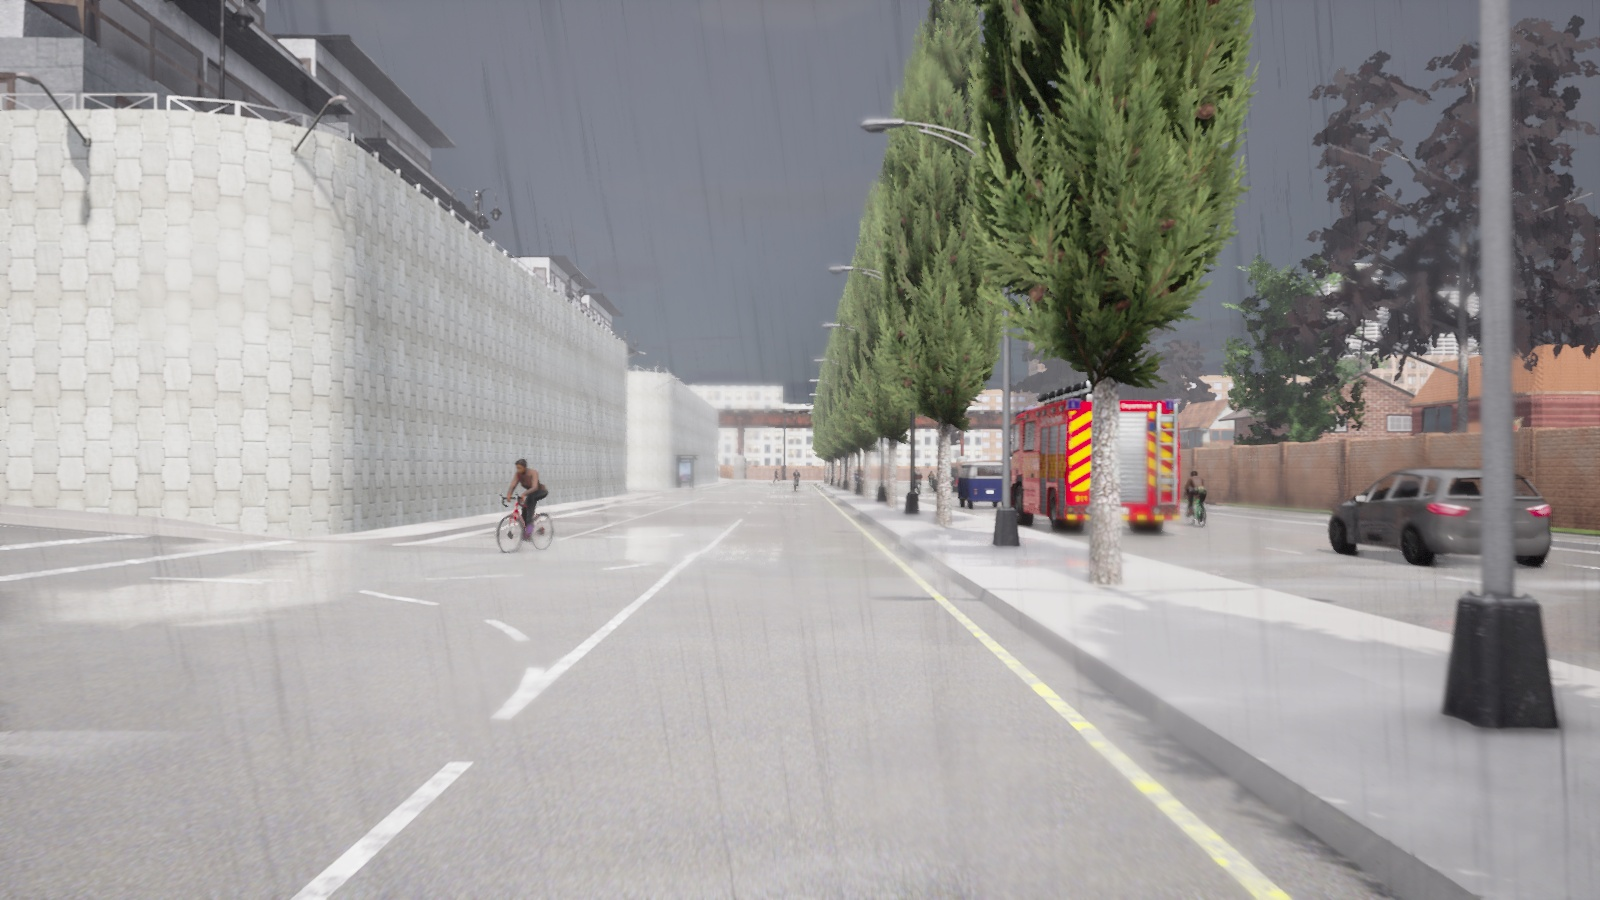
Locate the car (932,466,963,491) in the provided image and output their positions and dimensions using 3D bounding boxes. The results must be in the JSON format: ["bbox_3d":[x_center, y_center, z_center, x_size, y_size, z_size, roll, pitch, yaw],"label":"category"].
[{"bbox_3d":[11.253,2.173,96.019,1.905,1.878,3.866,0,-1,0],"label":"car"}]

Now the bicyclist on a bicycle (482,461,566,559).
[{"bbox_3d":[-4.759,1.011,21.767,0.582,1.620,1.656,0,0,23],"label":"bicyclist on a bicycle"}]

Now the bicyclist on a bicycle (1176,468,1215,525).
[{"bbox_3d":[11.406,1.329,36.276,0.582,1.620,1.656,0,-1,0],"label":"bicyclist on a bicycle"}]

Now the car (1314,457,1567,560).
[{"bbox_3d":[11.440,0.997,22.896,2.242,1.667,4.611,0,-1,0],"label":"car"}]

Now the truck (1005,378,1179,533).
[{"bbox_3d":[7.904,0.209,35.279,2.891,3.827,8.468,0,-1,0],"label":"truck"}]

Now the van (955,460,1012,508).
[{"bbox_3d":[7.860,1.442,54.125,1.775,1.987,4.442,0,-1,0],"label":"van"}]
